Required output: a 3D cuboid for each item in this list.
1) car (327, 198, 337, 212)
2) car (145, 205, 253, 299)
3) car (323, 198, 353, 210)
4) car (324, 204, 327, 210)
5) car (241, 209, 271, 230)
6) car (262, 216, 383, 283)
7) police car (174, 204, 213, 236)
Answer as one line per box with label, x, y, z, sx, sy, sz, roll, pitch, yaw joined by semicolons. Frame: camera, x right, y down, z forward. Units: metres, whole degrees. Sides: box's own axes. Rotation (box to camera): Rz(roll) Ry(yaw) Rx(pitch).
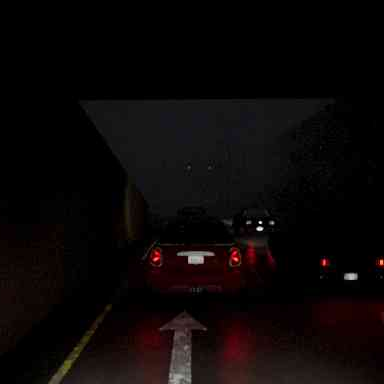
car;17.413;1.543;35.248;2.038;1.542;4.974;0;0;-35
car;0.081;1.374;8.706;2.097;1.767;4.553;0;0;0
car;17.551;1.398;39.892;1.853;1.218;4.536;0;0;45
car;17.515;1.555;39.854;2.038;1.542;4.974;0;0;45
car;3.578;1.652;19.766;1.895;1.301;4.718;0;0;0
car;3.601;1.626;9.739;1.895;1.301;4.718;0;0;0
police car;0.072;1.558;20.071;2.038;1.542;4.974;0;0;0
